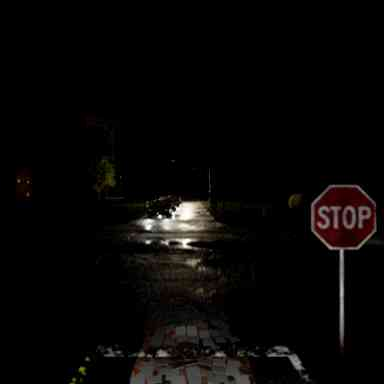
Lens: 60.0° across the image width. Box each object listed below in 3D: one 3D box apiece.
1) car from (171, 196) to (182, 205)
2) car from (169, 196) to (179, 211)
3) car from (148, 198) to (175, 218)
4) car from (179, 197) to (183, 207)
[{"bbox_3d":[-2.752,1.540,60.000,1.812,1.442,4.674,0,0,1],"label":"car"},{"bbox_3d":[-2.812,1.537,39.228,1.812,1.442,4.674,0,0,0],"label":"car"},{"bbox_3d":[-2.841,1.536,30.192,1.812,1.442,4.674,0,0,1],"label":"car"},{"bbox_3d":[-2.791,1.491,49.666,1.882,1.535,5.008,0,0,0],"label":"car"}]
